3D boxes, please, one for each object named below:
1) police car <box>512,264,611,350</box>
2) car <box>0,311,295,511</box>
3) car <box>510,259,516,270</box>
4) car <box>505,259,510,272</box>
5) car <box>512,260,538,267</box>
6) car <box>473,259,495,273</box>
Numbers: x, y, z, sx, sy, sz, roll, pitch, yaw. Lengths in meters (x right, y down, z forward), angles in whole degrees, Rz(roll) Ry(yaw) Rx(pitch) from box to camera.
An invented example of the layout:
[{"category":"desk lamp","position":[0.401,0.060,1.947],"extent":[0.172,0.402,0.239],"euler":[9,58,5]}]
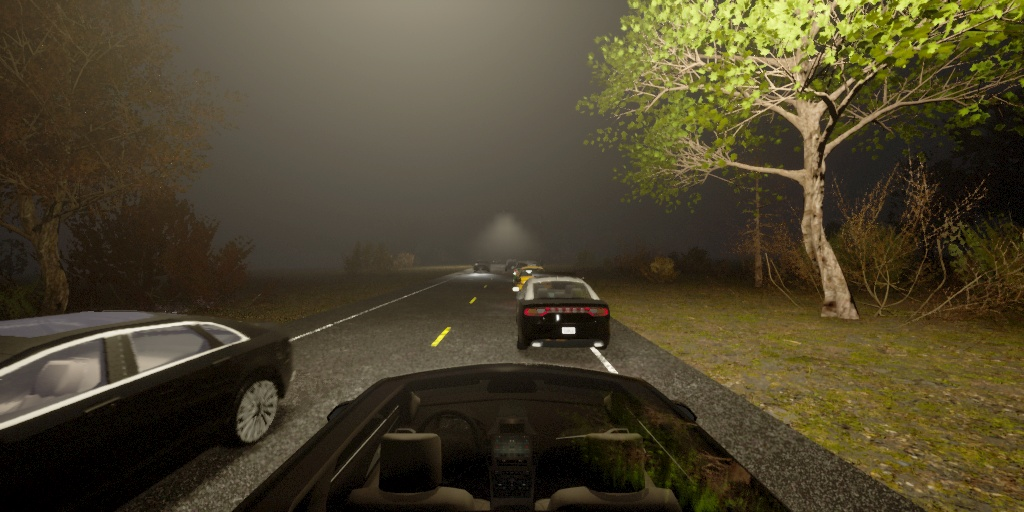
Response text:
[{"category":"police car","position":[1.050,1.177,9.230],"extent":[1.930,1.638,5.238],"euler":[0,0,0]},{"category":"car","position":[-3.600,1.242,2.422],"extent":[2.128,1.511,4.902],"euler":[0,0,0]},{"category":"car","position":[1.049,1.106,25.092],"extent":[2.097,1.767,4.553],"euler":[0,0,0]},{"category":"car","position":[0.026,1.283,47.379],"extent":[1.812,1.442,4.674],"euler":[0,0,1]},{"category":"car","position":[1.049,1.209,19.312],"extent":[1.801,1.575,5.366],"euler":[0,0,0]},{"category":"car","position":[-3.601,1.248,43.491],"extent":[2.128,1.511,4.902],"euler":[0,0,0]}]
